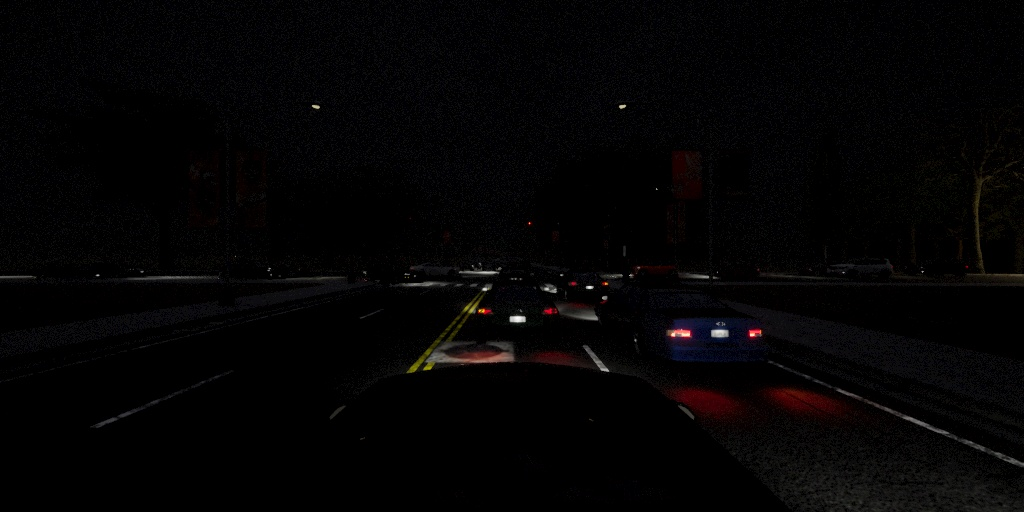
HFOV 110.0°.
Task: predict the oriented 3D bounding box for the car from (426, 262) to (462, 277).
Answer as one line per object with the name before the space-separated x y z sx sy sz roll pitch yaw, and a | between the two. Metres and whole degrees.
car | -7.584 1.332 35.219 4.674 1.442 1.812 0 0 -17

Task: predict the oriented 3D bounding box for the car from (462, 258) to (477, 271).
car | -6.565 1.417 52.201 1.837 1.490 4.892 0 0 0

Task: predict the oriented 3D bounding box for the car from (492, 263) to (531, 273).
car | 0.099 1.284 18.565 1.837 1.490 4.892 0 0 0

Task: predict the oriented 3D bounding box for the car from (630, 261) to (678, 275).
car | 14.600 1.266 37.062 4.553 1.767 2.097 0 0 -1

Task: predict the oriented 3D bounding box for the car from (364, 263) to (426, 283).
car | -9.487 1.299 28.231 4.892 1.490 1.837 0 -2 27

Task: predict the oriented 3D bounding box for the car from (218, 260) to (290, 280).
car | -21.768 1.099 30.119 4.553 1.767 2.097 0 0 -1

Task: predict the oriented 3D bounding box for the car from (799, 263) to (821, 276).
car | 35.293 1.508 40.469 5.008 1.535 1.882 0 0 1

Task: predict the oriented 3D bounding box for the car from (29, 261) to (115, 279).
car | -36.840 1.297 29.978 4.718 1.301 1.895 0 0 0

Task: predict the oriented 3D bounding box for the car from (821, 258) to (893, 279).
car | 36.093 1.251 37.230 5.566 2.045 2.150 0 0 0

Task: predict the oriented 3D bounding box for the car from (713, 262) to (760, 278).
car | 23.234 1.522 37.156 4.181 1.385 1.994 0 0 -2

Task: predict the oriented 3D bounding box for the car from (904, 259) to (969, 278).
car | 47.867 1.346 40.510 5.566 2.045 2.150 1 0 0

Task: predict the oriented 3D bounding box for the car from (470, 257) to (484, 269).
car | -6.550 1.194 62.052 2.150 2.045 5.566 0 0 0

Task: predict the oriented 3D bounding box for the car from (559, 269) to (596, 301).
car | 3.358 1.340 17.553 1.994 1.385 4.181 0 0 0

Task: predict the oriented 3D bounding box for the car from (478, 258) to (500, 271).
car | -3.313 1.406 52.753 2.128 1.511 4.902 0 0 0

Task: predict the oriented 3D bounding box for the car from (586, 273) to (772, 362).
car | 3.354 1.303 8.310 2.033 1.411 5.357 0 0 0

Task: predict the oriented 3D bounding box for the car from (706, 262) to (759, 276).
car | 24.804 1.476 40.403 4.892 1.490 1.837 0 0 -1

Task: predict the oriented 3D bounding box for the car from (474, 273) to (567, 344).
car | 0.107 1.321 9.659 1.994 1.385 4.181 0 0 0

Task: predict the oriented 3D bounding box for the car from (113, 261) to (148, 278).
car | -36.763 1.194 33.231 4.902 1.511 2.128 0 0 0

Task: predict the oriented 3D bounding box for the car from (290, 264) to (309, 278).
car | -21.600 1.230 33.371 5.008 1.535 1.882 0 0 -1
